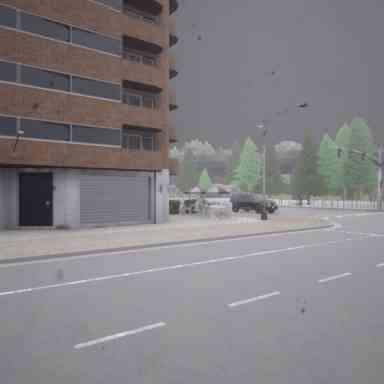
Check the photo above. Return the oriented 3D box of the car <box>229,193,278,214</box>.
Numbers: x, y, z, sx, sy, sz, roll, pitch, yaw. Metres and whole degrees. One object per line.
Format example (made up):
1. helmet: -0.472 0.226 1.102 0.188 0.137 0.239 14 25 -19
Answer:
1. car: 6.328 1.166 35.031 2.150 2.045 5.566 0 0 -38

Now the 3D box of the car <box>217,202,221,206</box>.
1. car: 1.828 1.545 46.727 1.895 1.301 4.718 0 0 -41

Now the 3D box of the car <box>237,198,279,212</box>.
1. car: 7.638 1.449 39.147 1.837 1.490 4.892 0 0 -37

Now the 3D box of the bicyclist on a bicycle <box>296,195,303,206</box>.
1. bicyclist on a bicycle: 15.345 1.245 47.341 1.656 1.620 0.582 0 0 -36

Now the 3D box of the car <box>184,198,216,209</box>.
1. car: 0.662 1.508 42.538 1.994 1.385 4.181 0 0 -39
